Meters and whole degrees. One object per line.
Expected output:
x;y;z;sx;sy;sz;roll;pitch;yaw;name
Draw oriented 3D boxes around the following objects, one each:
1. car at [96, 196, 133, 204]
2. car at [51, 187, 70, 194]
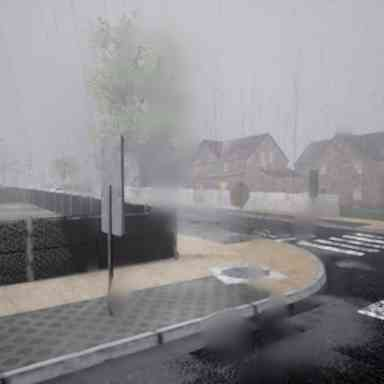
-7.094;0.709;30.217;1.895;1.301;4.718;-1;2;-35;car
-18.623;0.036;46.815;1.812;1.442;4.674;-1;2;-35;car
